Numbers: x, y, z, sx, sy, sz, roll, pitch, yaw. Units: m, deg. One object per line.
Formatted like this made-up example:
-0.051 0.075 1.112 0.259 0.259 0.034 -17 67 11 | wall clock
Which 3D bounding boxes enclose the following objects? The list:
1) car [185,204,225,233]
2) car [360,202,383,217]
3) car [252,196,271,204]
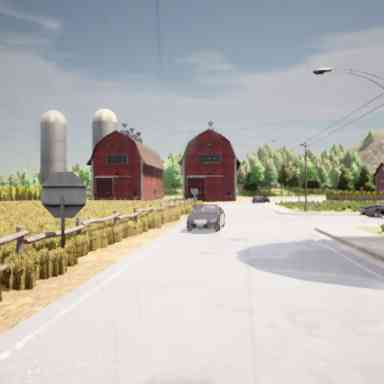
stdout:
0.889 1.481 19.914 2.128 1.511 4.902 0 0 11 | car
16.755 1.459 27.818 4.902 1.511 2.128 0 0 6 | car
12.983 1.445 62.399 1.812 1.442 4.674 0 0 42 | car
